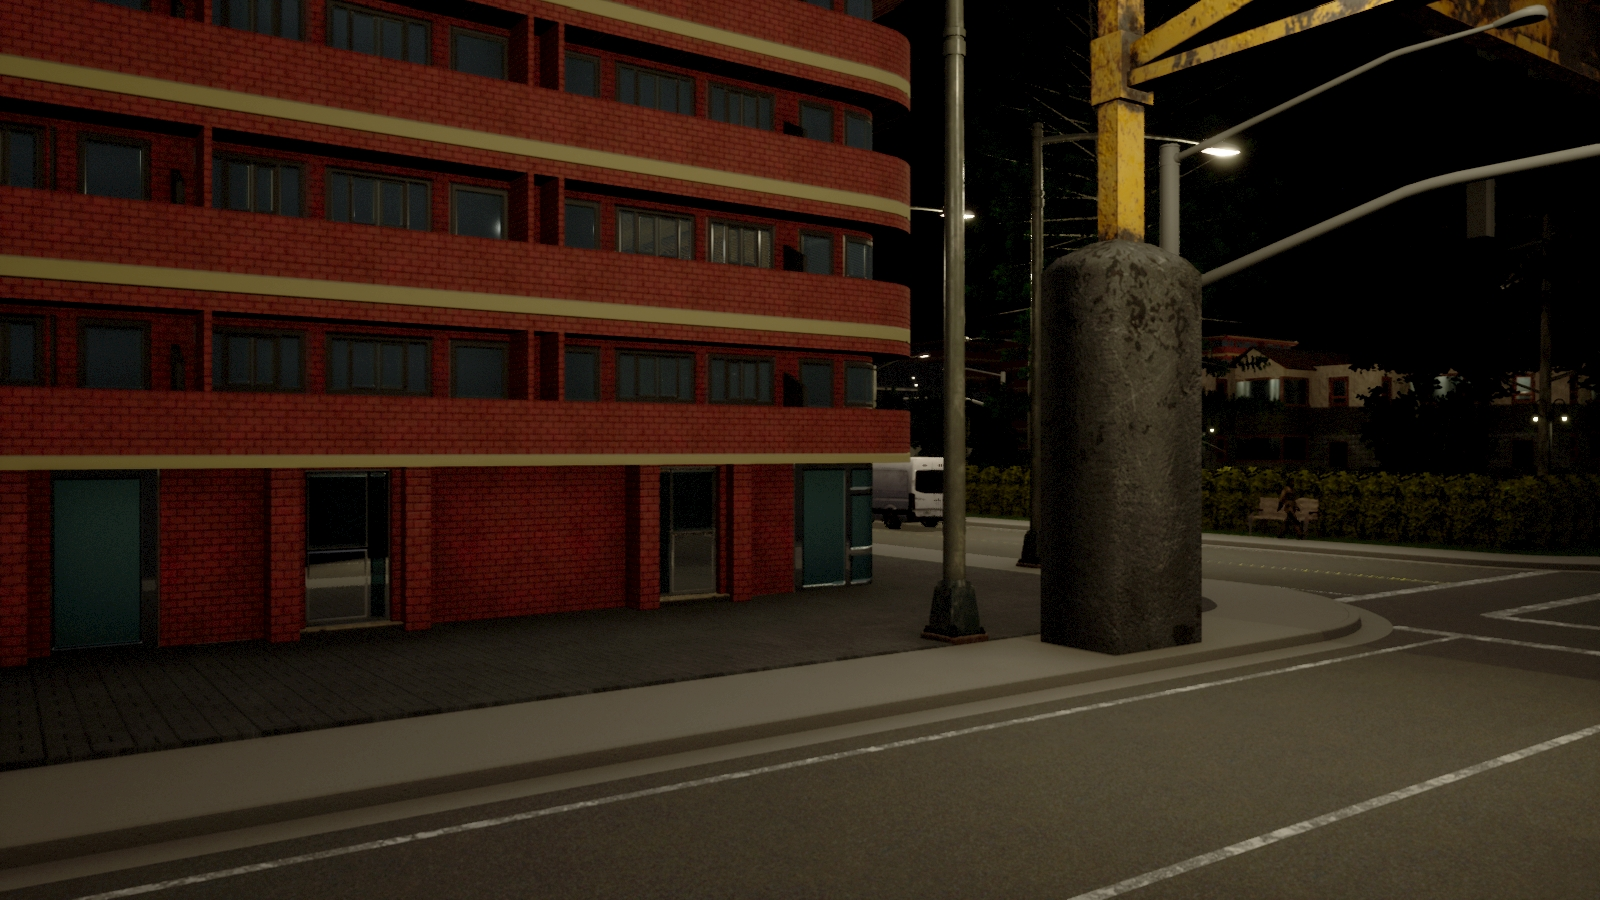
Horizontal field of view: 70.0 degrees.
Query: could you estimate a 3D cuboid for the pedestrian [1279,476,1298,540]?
[{"bbox_3d":[14.297,1.697,33.457,0.375,1.860,0.375,0,0,-33],"label":"pedestrian"}]
